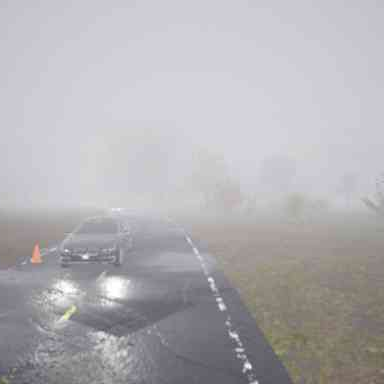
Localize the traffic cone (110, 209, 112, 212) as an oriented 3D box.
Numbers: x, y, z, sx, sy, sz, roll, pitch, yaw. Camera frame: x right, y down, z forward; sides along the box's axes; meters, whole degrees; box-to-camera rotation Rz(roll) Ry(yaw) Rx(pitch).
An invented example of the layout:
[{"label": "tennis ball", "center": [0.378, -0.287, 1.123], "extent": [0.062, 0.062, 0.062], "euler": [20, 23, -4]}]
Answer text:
[{"label": "traffic cone", "center": [-8.781, 2.432, 35.923], "extent": [0.340, 0.580, 0.340], "euler": [0, -1, -12]}]

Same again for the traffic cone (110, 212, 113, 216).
[{"label": "traffic cone", "center": [-7.849, 2.369, 31.082], "extent": [0.340, 0.580, 0.340], "euler": [0, -1, -10]}]

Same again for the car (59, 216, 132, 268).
[{"label": "car", "center": [-3.272, 1.667, 12.045], "extent": [1.837, 1.490, 4.892], "euler": [0, -1, -5]}]

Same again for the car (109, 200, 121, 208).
[{"label": "car", "center": [-15.108, 2.349, 65.467], "extent": [2.128, 1.511, 4.902], "euler": [0, -1, -21]}]

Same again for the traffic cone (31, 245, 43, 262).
[{"label": "traffic cone", "center": [-5.380, 2.117, 11.526], "extent": [0.340, 0.580, 0.340], "euler": [0, -1, -4]}]
